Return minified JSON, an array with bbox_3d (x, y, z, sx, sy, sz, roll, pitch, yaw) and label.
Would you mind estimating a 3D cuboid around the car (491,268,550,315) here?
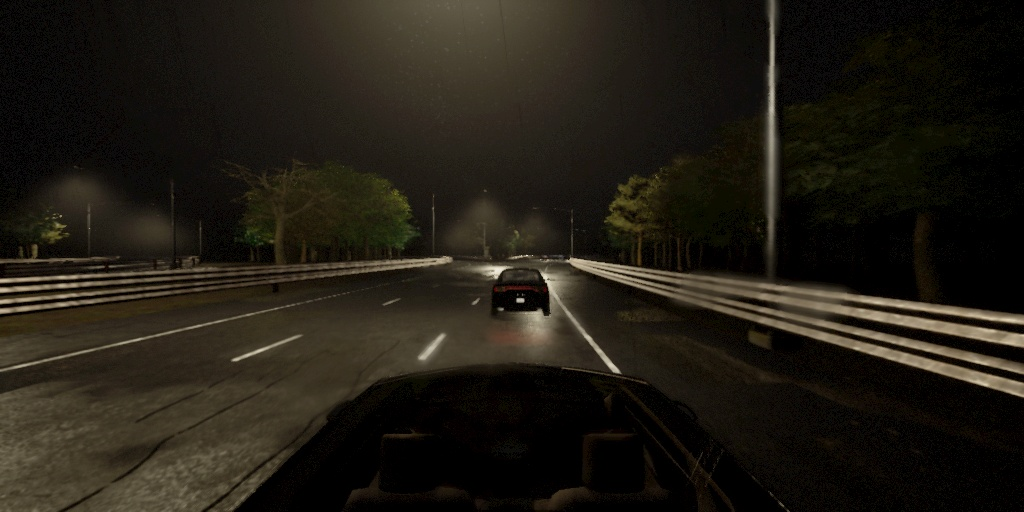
[{"bbox_3d":[0.323,1.156,13.168,1.882,1.535,5.008,0,0,2],"label":"car"}]
